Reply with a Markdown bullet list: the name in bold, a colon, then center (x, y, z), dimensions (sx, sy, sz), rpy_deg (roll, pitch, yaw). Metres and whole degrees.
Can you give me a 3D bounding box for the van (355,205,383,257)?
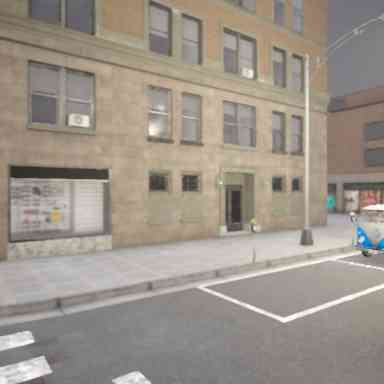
- **van**: center (7.245, 1.306, 11.386), dimensions (3.998, 1.788, 1.690), rpy_deg (0, 0, -36)
